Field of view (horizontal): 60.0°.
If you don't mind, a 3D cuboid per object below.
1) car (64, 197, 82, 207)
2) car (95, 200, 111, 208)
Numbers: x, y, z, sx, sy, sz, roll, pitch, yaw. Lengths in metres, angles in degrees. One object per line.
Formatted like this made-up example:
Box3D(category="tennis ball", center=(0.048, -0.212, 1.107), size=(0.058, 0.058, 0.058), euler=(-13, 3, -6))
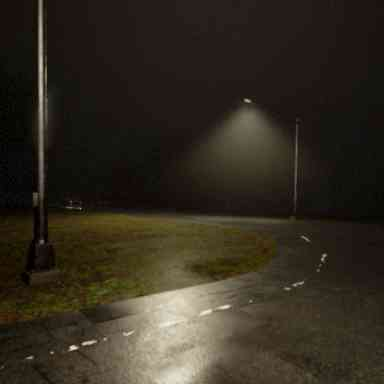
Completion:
Box3D(category="car", center=(-19.738, 1.593, 55.154), size=(2.097, 1.767, 4.553), euler=(4, -3, -33))
Box3D(category="car", center=(-16.804, 2.219, 62.914), size=(1.994, 1.385, 4.181), euler=(4, -3, -35))
